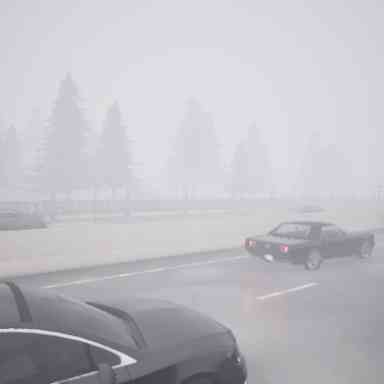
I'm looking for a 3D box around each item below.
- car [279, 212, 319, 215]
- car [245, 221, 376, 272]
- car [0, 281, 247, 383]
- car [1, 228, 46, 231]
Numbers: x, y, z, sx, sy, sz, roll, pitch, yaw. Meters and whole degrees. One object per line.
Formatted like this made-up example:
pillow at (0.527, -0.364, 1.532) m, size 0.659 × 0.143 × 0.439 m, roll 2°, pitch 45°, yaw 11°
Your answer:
car at (7.197, 1.546, 22.024) m, size 4.674 × 1.442 × 1.812 m, roll 0°, pitch 0°, yaw -35°
car at (4.046, 1.611, 10.934) m, size 4.718 × 1.301 × 1.895 m, roll 0°, pitch 0°, yaw -36°
car at (-1.709, 1.505, 2.522) m, size 4.892 × 1.490 × 1.837 m, roll 0°, pitch 0°, yaw -36°
car at (-9.085, 1.493, 14.709) m, size 4.902 × 1.511 × 2.128 m, roll 0°, pitch 0°, yaw -36°
